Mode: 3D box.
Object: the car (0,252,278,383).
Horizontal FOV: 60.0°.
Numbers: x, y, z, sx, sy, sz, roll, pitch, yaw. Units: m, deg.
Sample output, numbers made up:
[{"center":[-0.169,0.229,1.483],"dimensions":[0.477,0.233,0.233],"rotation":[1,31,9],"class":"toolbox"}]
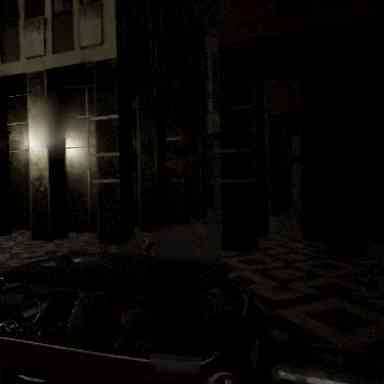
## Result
[{"center":[-1.308,1.369,3.372],"dimensions":[4.097,1.590,1.967],"rotation":[0,1,20],"class":"car"}]
